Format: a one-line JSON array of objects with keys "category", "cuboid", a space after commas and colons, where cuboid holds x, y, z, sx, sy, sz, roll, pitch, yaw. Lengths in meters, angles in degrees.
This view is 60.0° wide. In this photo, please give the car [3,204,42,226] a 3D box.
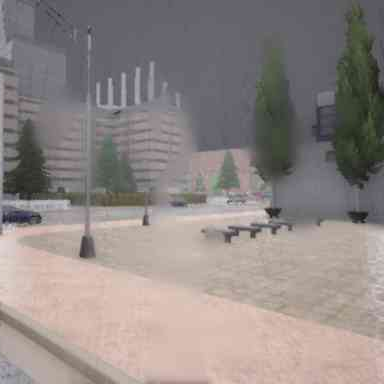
[{"category": "car", "cuboid": [-11.857, 1.476, 20.872, 1.812, 1.442, 4.674, 0, -1, 36]}]

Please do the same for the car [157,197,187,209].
[{"category": "car", "cuboid": [-2.801, 1.433, 47.139, 2.097, 1.767, 4.553, 0, 0, 42]}]

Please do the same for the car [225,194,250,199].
[{"category": "car", "cuboid": [7.889, 1.400, 59.054, 1.994, 1.385, 4.181, 0, 0, 42]}]
